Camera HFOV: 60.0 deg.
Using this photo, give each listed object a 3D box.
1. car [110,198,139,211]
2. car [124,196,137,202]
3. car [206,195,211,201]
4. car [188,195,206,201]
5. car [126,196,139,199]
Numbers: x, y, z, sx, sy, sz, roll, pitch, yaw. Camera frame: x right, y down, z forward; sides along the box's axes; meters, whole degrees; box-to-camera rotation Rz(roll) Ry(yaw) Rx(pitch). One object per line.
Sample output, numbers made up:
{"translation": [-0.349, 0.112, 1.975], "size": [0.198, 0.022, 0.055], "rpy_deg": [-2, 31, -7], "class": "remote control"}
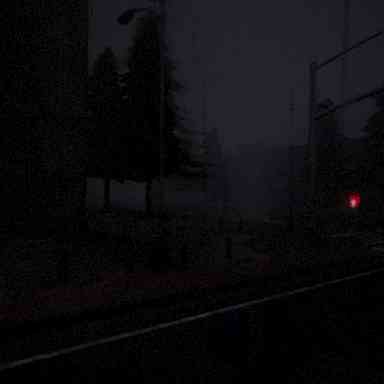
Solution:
{"translation": [-9.075, 1.774, 43.188], "size": [1.994, 1.385, 4.181], "rpy_deg": [1, -1, -37], "class": "car"}
{"translation": [-16.018, 1.809, 86.313], "size": [1.970, 1.475, 3.806], "rpy_deg": [1, 0, -37], "class": "car"}
{"translation": [3.102, 1.706, 91.619], "size": [1.905, 1.878, 3.866], "rpy_deg": [1, 0, -37], "class": "car"}
{"translation": [1.016, 1.695, 89.555], "size": [1.932, 1.855, 4.605], "rpy_deg": [1, 0, -37], "class": "car"}
{"translation": [-13.984, 1.767, 78.579], "size": [1.845, 1.501, 3.633], "rpy_deg": [1, 0, -37], "class": "car"}
